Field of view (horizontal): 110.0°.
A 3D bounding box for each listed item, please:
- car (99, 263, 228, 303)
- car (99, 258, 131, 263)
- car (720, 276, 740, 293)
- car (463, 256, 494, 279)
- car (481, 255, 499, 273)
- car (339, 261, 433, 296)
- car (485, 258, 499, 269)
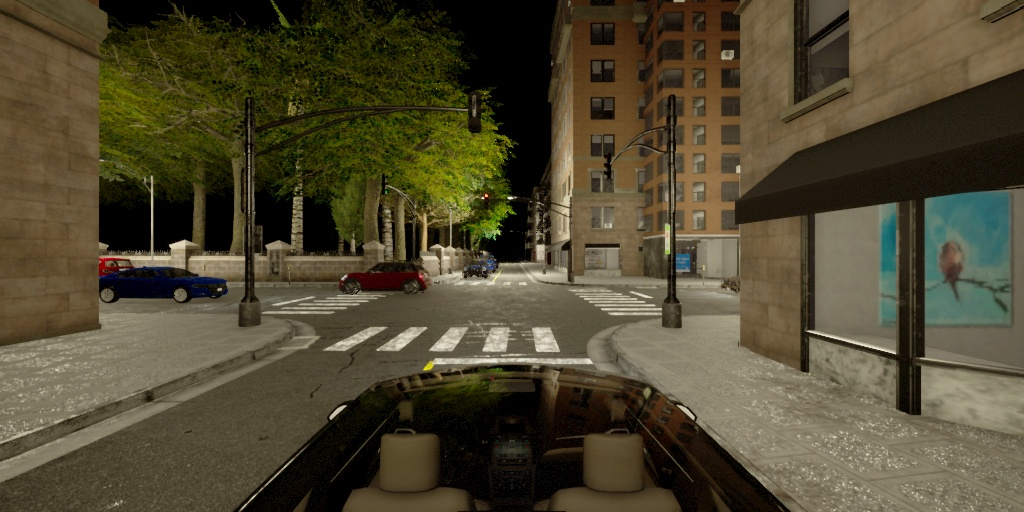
[{"bbox_3d":[-15.473,1.212,15.908,5.008,1.535,1.882,0,0,0],"label":"car"},{"bbox_3d":[-25.925,1.035,21.825,5.009,1.841,2.192,0,0,1],"label":"car"},{"bbox_3d":[13.969,1.315,18.714,5.357,1.411,2.033,0,0,1],"label":"car"},{"bbox_3d":[-3.093,1.083,32.212,2.097,1.767,4.553,0,0,1],"label":"car"},{"bbox_3d":[-3.043,0.933,42.751,2.150,2.045,5.566,0,0,0],"label":"car"},{"bbox_3d":[-6.626,1.097,18.994,4.553,1.767,2.097,0,0,1],"label":"car"},{"bbox_3d":[-3.017,1.165,55.205,1.882,1.535,5.008,0,0,0],"label":"car"}]
